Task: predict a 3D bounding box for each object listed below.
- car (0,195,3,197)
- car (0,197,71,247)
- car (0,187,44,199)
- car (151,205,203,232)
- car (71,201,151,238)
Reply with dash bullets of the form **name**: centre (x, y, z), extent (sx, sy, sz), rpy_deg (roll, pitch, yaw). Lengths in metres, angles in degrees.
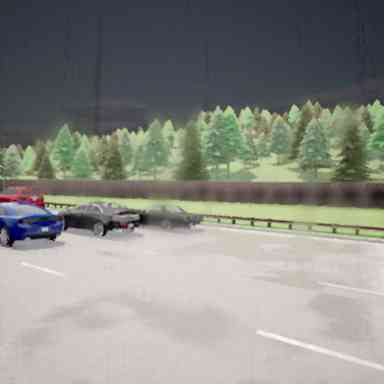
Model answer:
- **car**: centre (-16.032, 0.983, 24.184), extent (4.718, 1.301, 1.895), rpy_deg (2, 1, 36)
- **car**: centre (-7.333, 1.164, 13.563), extent (5.008, 1.535, 1.882), rpy_deg (1, 1, 36)
- **car**: centre (-14.311, 0.598, 27.265), extent (5.566, 2.045, 2.150), rpy_deg (2, 1, 36)
- **car**: centre (-1.837, 1.332, 18.213), extent (4.718, 1.301, 1.895), rpy_deg (2, 1, 36)
- **car**: centre (-4.611, 1.198, 15.909), extent (4.902, 1.511, 2.128), rpy_deg (1, 1, 36)
